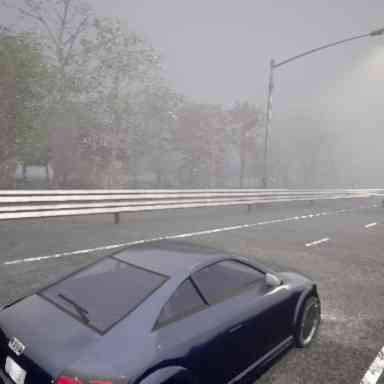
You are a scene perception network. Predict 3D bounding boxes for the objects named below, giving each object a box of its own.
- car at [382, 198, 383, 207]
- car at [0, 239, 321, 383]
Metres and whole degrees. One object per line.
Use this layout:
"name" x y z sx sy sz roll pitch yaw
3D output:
"car" 19.384 0.794 31.374 1.994 1.385 4.181 6 4 41
"car" -0.011 1.303 4.016 1.994 1.385 4.181 6 4 41
